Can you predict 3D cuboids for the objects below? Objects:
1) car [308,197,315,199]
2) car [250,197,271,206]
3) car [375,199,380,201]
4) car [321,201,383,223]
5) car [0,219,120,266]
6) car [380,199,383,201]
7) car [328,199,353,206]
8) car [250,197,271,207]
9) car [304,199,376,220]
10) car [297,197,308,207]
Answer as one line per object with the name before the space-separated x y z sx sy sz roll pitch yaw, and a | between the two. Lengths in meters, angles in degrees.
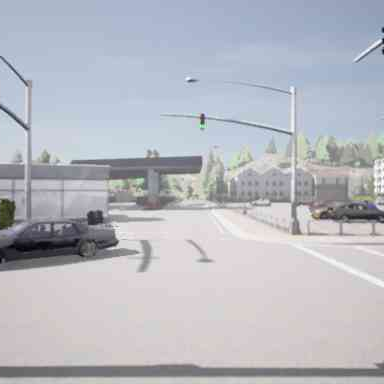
car | 20.927 1.928 51.630 4.514 1.523 2.007 0 -1 0
car | 13.802 1.895 67.389 3.866 1.878 1.905 0 -1 0
car | 20.865 1.829 41.638 3.633 1.501 1.845 0 -1 0
car | 13.213 1.667 26.671 4.514 1.523 2.007 0 -1 0
car | -5.291 1.684 11.778 5.357 1.411 2.033 0 0 -38
car | 38.730 2.057 67.329 3.806 1.475 1.970 0 -1 0
car | 31.688 2.165 71.005 4.514 1.523 2.007 0 -1 0
car | 13.184 2.139 64.062 3.806 1.475 1.970 0 -1 0
car | 13.167 1.695 29.808 5.027 1.636 2.152 0 -1 0
car | 21.663 1.878 64.087 4.605 1.855 1.932 0 -1 0
